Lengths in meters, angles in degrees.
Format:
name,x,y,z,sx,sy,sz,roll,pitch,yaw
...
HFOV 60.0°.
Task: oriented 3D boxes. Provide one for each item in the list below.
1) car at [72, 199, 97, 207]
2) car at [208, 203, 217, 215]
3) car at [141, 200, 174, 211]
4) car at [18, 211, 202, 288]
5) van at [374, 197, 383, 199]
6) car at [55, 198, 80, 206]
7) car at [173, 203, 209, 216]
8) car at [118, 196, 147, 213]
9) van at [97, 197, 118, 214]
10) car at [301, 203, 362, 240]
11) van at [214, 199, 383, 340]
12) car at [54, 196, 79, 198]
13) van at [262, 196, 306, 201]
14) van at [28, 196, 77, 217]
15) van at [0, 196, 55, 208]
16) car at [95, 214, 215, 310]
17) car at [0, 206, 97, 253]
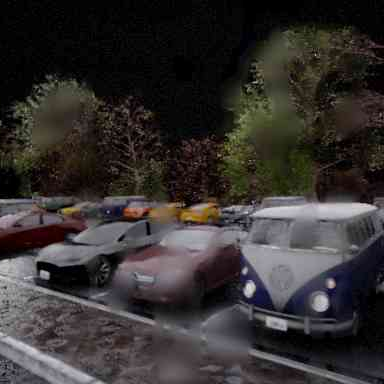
name,x,y,z,sx,sy,sz,roll,pitch,yaw
car,-7.775,1.602,29.892,2.231,1.521,4.892,0,0,36
car,3.491,1.507,21.834,2.231,1.521,4.892,0,0,36
car,-1.116,1.544,25.131,2.097,1.535,5.008,0,0,36
car,-2.023,1.518,9.667,2.163,1.488,4.792,0,0,36
van,10.184,1.222,16.910,1.878,1.987,4.442,0,0,36
car,-10.130,1.619,31.357,1.946,1.575,5.366,-1,0,36
car,1.239,1.524,23.446,2.097,1.535,5.008,0,0,36
car,-3.284,1.437,26.649,2.185,1.767,4.553,0,0,36
van,-5.451,1.356,28.382,1.878,1.987,4.442,0,0,36
car,7.894,1.464,18.465,1.946,1.575,5.366,0,0,36
van,2.442,1.224,6.366,1.878,1.987,4.442,0,0,36
car,-12.259,1.396,33.142,2.435,2.045,5.566,-1,-1,36
van,5.815,1.260,20.323,1.878,1.987,4.442,0,0,36
van,-14.559,1.458,34.898,1.878,1.987,4.442,-1,-1,36
van,-8.711,1.320,14.632,1.878,1.987,4.442,0,0,36
car,0.256,1.509,8.077,2.002,1.452,4.674,0,0,36
car,-6.517,1.526,12.925,2.097,1.535,5.008,0,0,36
